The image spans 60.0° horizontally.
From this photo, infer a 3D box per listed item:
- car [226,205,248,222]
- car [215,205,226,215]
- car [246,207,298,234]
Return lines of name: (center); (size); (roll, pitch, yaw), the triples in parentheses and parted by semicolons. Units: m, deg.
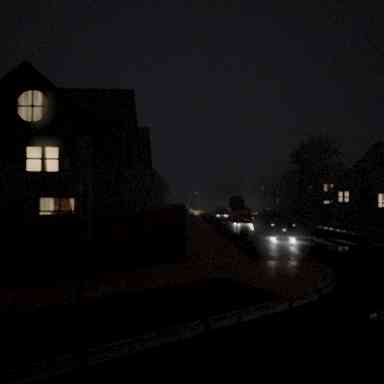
car: (5.089, 2.104, 34.124); (2.097, 1.767, 4.553); (1, -2, -2)
car: (4.590, 2.797, 52.123); (2.033, 1.411, 5.357); (1, -2, -1)
car: (5.450, 1.989, 22.790); (2.033, 1.411, 5.357); (1, -2, -3)
